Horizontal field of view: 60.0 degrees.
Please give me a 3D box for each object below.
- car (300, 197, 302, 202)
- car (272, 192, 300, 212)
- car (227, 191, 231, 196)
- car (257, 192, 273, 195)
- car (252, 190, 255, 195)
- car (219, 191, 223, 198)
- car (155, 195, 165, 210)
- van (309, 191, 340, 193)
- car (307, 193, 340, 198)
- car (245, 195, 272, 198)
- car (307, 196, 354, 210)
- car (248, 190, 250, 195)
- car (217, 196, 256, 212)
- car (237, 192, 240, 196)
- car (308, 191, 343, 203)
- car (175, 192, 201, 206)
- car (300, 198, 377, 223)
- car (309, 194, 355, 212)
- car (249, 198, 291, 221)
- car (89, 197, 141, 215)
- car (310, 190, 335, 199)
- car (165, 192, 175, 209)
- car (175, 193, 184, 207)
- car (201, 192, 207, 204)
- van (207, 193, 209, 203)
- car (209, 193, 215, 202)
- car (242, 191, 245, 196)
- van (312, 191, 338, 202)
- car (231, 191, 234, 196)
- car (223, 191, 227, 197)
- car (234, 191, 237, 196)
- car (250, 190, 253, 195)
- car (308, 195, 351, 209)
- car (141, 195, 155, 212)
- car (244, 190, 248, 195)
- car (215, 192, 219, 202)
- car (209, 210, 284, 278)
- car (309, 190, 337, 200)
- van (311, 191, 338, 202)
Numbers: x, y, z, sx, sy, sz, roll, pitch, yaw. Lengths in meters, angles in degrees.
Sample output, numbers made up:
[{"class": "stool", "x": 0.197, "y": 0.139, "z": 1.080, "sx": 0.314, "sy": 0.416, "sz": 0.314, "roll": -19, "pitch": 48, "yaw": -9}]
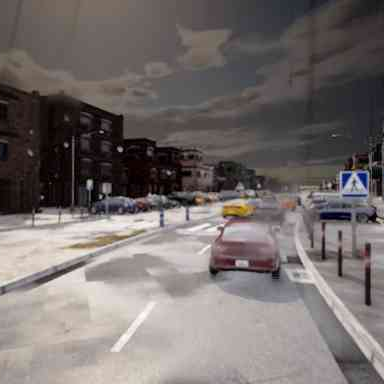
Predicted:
[{"class": "car", "x": 15.738, "y": 1.143, "z": 51.214, "sx": 2.128, "sy": 1.511, "sz": 4.902, "roll": 0, "pitch": 1, "yaw": 20}, {"class": "car", "x": 10.516, "y": 1.166, "z": 37.119, "sx": 2.097, "sy": 1.767, "sz": 4.553, "roll": 0, "pitch": 1, "yaw": 20}, {"class": "car", "x": 4.615, "y": 1.018, "z": 65.997, "sx": 4.892, "sy": 1.521, "sz": 2.231, "roll": 0, "pitch": 1, "yaw": 20}, {"class": "car", "x": 11.008, "y": 1.195, "z": 47.350, "sx": 2.128, "sy": 1.511, "sz": 4.902, "roll": 0, "pitch": 1, "yaw": 20}, {"class": "car", "x": 14.150, "y": 0.834, "z": 91.866, "sx": 5.008, "sy": 1.535, "sz": 2.097, "roll": 0, "pitch": 0, "yaw": 20}, {"class": "car", "x": 2.671, "y": 0.941, "z": 60.835, "sx": 4.553, "sy": 1.767, "sz": 2.185, "roll": 0, "pitch": 1, "yaw": 20}, {"class": "car", "x": -5.890, "y": 1.351, "z": 37.542, "sx": 4.674, "sy": 1.452, "sz": 2.002, "roll": 0, "pitch": 0, "yaw": 20}, {"class": "van", "x": 13.250, "y": 1.119, "z": 31.525, "sx": 4.442, "sy": 1.987, "sz": 1.878, "roll": 0, "pitch": 1, "yaw": 20}, {"class": "car", "x": 12.380, "y": 1.240, "z": 28.747, "sx": 4.553, "sy": 1.767, "sz": 2.185, "roll": 0, "pitch": 0, "yaw": 20}, {"class": "car", "x": 7.548, "y": 1.363, "z": 37.851, "sx": 2.033, "sy": 1.411, "sz": 5.357, "roll": 0, "pitch": 1, "yaw": 21}, {"class": "car", "x": 16.248, "y": 1.257, "z": 39.310, "sx": 5.008, "sy": 1.535, "sz": 2.097, "roll": 0, "pitch": 1, "yaw": 20}, {"class": "car", "x": 11.297, "y": 0.879, "z": 84.101, "sx": 4.892, "sy": 1.521, "sz": 2.231, "roll": 0, "pitch": 0, "yaw": 20}, {"class": "car", "x": 3.930, "y": 1.373, "z": 28.077, "sx": 1.882, "sy": 1.535, "sz": 5.008, "roll": 0, "pitch": 0, "yaw": 21}, {"class": "car", "x": 7.479, "y": 0.952, "z": 73.756, "sx": 4.892, "sy": 1.521, "sz": 2.231, "roll": 0, "pitch": 0, "yaw": 20}, {"class": "car", "x": 22.985, "y": 0.802, "z": 57.423, "sx": 5.566, "sy": 2.045, "sz": 2.435, "roll": 0, "pitch": 1, "yaw": 20}, {"class": "car", "x": -2.100, "y": 0.955, "z": 47.900, "sx": 5.566, "sy": 2.045, "sz": 2.435, "roll": 0, "pitch": 1, "yaw": 20}, {"class": "car", "x": 10.437, "y": 1.424, "z": 23.671, "sx": 4.792, "sy": 1.488, "sz": 2.163, "roll": 0, "pitch": 0, "yaw": 20}, {"class": "car", "x": 15.274, "y": 1.164, "z": 36.572, "sx": 4.553, "sy": 1.767, "sz": 2.185, "roll": 0, "pitch": 1, "yaw": 20}, {"class": "car", "x": 5.624, "y": 1.409, "z": 23.512, "sx": 2.128, "sy": 1.511, "sz": 4.902, "roll": 0, "pitch": 0, "yaw": 19}, {"class": "car", "x": -7.774, "y": 1.226, "z": 32.354, "sx": 4.553, "sy": 1.767, "sz": 2.185, "roll": 0, "pitch": 0, "yaw": 20}, {"class": "car", "x": 31.610, "y": 0.612, "z": 80.899, "sx": 5.566, "sy": 2.045, "sz": 2.435, "roll": 0, "pitch": 0, "yaw": 20}, {"class": "car", "x": -4.909, "y": 1.163, "z": 40.117, "sx": 4.553, "sy": 1.767, "sz": 2.185, "roll": 0, "pitch": 0, "yaw": 20}, {"class": "car", "x": -3.988, "y": 1.265, "z": 42.723, "sx": 4.892, "sy": 1.521, "sz": 2.231, "roll": 0, "pitch": 0, "yaw": 20}, {"class": "car", "x": -0.944, "y": 1.175, "z": 50.415, "sx": 5.366, "sy": 1.575, "sz": 1.946, "roll": 0, "pitch": 1, "yaw": 20}, {"class": "van", "x": -0.054, "y": 0.923, "z": 53.024, "sx": 4.442, "sy": 1.987, "sz": 1.878, "roll": 0, "pitch": 1, "yaw": 20}, {"class": "car", "x": 0.786, "y": 1.121, "z": 55.655, "sx": 5.008, "sy": 1.535, "sz": 2.097, "roll": 0, "pitch": 1, "yaw": 20}, {"class": "car", "x": 9.384, "y": 0.952, "z": 78.930, "sx": 4.674, "sy": 1.452, "sz": 2.002, "roll": 0, "pitch": 0, "yaw": 20}, {"class": "van", "x": 24.997, "y": 0.778, "z": 62.605, "sx": 4.442, "sy": 1.987, "sz": 1.878, "roll": 0, "pitch": 1, "yaw": 20}, {"class": "car", "x": 5.570, "y": 0.995, "z": 68.584, "sx": 4.892, "sy": 1.521, "sz": 2.231, "roll": 0, "pitch": 1, "yaw": 20}, {"class": "car", "x": 3.684, "y": 0.916, "z": 63.401, "sx": 4.553, "sy": 1.767, "sz": 2.185, "roll": 0, "pitch": 1, "yaw": 20}, {"class": "car", "x": 6.524, "y": 0.973, "z": 71.170, "sx": 4.892, "sy": 1.521, "sz": 2.231, "roll": 0, "pitch": 0, "yaw": 20}, {"class": "car", "x": 13.198, "y": 0.887, "z": 89.278, "sx": 4.674, "sy": 1.452, "sz": 2.002, "roll": 0, "pitch": 0, "yaw": 20}, {"class": "car", "x": 17.180, "y": 1.229, "z": 41.795, "sx": 4.892, "sy": 1.521, "sz": 2.231, "roll": 0, "pitch": 1, "yaw": 20}, {"class": "car", "x": -6.852, "y": 1.333, "z": 34.959, "sx": 5.008, "sy": 1.535, "sz": 2.097, "roll": 0, "pitch": 0, "yaw": 20}, {"class": "car", "x": 10.163, "y": 0.891, "z": 81.583, "sx": 5.366, "sy": 1.575, "sz": 1.946, "roll": 0, "pitch": 0, "yaw": 20}, {"class": "car", "x": 1.716, "y": 0.967, "z": 58.249, "sx": 4.553, "sy": 1.767, "sz": 2.185, "roll": 0, "pitch": 1, "yaw": 20}, {"class": "car", "x": 1.670, "y": 1.508, "z": 10.069, "sx": 1.812, "sy": 1.442, "sz": 4.674, "roll": 0, "pitch": 0, "yaw": 12}, {"class": "car", "x": 28.718, "y": 0.665, "z": 73.082, "sx": 5.566, "sy": 2.045, "sz": 2.435, "roll": 0, "pitch": 0, "yaw": 20}, {"class": "van", "x": 23.814, "y": 0.801, "z": 60.081, "sx": 4.442, "sy": 1.987, "sz": 1.878, "roll": 0, "pitch": 1, "yaw": 20}]
